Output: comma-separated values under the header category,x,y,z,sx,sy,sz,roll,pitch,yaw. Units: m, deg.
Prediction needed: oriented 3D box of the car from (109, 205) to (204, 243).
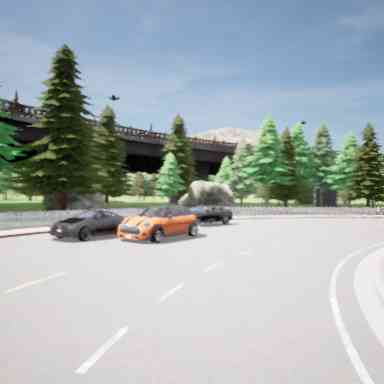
category,x,y,z,sx,sy,sz,roll,pitch,yaw
car,-1.625,1.482,16.953,2.097,1.767,4.553,1,0,34

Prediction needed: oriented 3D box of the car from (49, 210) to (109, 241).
category,x,y,z,sx,sy,sz,roll,pitch,yaw
car,-5.104,1.647,17.183,1.994,1.385,4.181,0,-1,33

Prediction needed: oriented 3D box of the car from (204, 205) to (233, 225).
category,x,y,z,sx,sy,sz,roll,pitch,yaw
car,1.030,1.733,24.965,4.902,1.511,2.128,1,-1,-43
